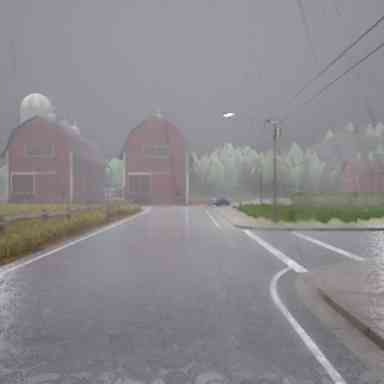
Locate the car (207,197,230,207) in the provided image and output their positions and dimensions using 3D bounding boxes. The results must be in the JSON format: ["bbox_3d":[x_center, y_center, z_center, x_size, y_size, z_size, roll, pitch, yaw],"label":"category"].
[{"bbox_3d":[4.104,1.498,51.172,1.812,1.442,4.674,0,0,37],"label":"car"}]
